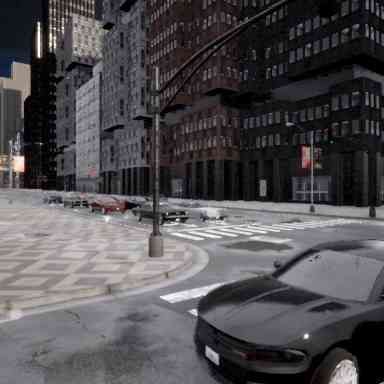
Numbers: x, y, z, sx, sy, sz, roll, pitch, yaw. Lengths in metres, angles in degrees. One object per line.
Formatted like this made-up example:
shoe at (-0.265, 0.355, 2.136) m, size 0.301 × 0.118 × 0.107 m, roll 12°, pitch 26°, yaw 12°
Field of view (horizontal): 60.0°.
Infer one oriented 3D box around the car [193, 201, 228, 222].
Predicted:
car at (0.441, 1.350, 24.089) m, size 1.895 × 1.301 × 4.718 m, roll 0°, pitch 1°, yaw -36°

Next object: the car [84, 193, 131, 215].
car at (-7.638, 1.100, 29.753) m, size 1.882 × 1.535 × 5.008 m, roll 0°, pitch 1°, yaw -36°

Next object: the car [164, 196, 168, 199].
car at (-4.853, 1.096, 37.353) m, size 2.033 × 1.411 × 5.357 m, roll 0°, pitch 1°, yaw -36°

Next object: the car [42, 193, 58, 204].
car at (-19.336, 0.876, 46.087) m, size 2.033 × 1.411 × 5.357 m, roll 0°, pitch 1°, yaw -35°

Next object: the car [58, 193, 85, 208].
car at (-13.114, 1.088, 37.377) m, size 1.895 × 1.301 × 4.718 m, roll 0°, pitch 1°, yaw -36°

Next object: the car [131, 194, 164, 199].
car at (-5.043, 1.094, 31.714) m, size 1.882 × 1.535 × 5.008 m, roll 0°, pitch 1°, yaw -36°

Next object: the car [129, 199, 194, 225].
car at (-2.156, 1.355, 22.133) m, size 1.895 × 1.301 × 4.718 m, roll 0°, pitch 1°, yaw -36°

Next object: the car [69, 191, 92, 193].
car at (-16.491, 0.681, 47.691) m, size 2.097 × 1.767 × 4.553 m, roll 0°, pitch 1°, yaw -36°

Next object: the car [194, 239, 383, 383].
car at (2.404, 1.474, 4.770) m, size 5.008 × 1.535 × 1.882 m, roll 0°, pitch -1°, yaw -29°

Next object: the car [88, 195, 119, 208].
car at (-10.533, 1.082, 39.352) m, size 1.895 × 1.301 × 4.718 m, roll 0°, pitch 1°, yaw -36°

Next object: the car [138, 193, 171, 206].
car at (-4.907, 0.967, 42.996) m, size 2.128 × 1.511 × 4.902 m, roll 0°, pitch 1°, yaw -36°
